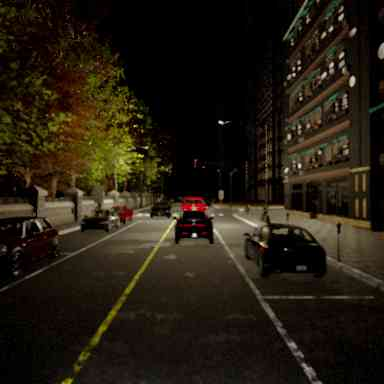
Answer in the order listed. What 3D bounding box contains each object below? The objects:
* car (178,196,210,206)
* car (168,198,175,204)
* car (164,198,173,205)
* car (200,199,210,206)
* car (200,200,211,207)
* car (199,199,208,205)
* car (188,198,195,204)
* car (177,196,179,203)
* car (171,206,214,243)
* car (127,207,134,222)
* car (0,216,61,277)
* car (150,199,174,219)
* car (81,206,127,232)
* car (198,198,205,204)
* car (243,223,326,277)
[{"bbox_3d":[0.084,1.505,29.278,2.150,2.045,5.566,0,-1,-2],"label":"car"},{"bbox_3d":[-5.766,2.476,92.846,1.752,1.417,4.829,0,-1,0],"label":"car"},{"bbox_3d":[-5.757,2.269,81.752,1.967,1.590,4.097,0,-1,0],"label":"car"},{"bbox_3d":[2.632,2.273,70.493,1.947,1.339,4.313,0,-1,0],"label":"car"},{"bbox_3d":[2.637,2.214,64.861,1.947,1.339,4.313,0,-1,0],"label":"car"},{"bbox_3d":[2.628,2.333,76.125,1.947,1.339,4.313,0,-1,0],"label":"car"},{"bbox_3d":[-0.074,2.281,87.979,1.882,1.535,5.008,0,-1,0],"label":"car"},{"bbox_3d":[-3.079,2.169,94.234,2.150,2.045,5.566,0,-1,0],"label":"car"},{"bbox_3d":[0.089,1.667,16.956,1.837,1.490,4.892,0,-1,0],"label":"car"},{"bbox_3d":[-5.840,1.806,26.937,1.887,1.381,4.507,0,-1,0],"label":"car"},{"bbox_3d":[-5.697,1.540,10.324,1.967,1.590,4.097,0,-1,0],"label":"car"},{"bbox_3d":[-3.038,1.802,33.371,1.882,1.535,5.008,0,-1,0],"label":"car"},{"bbox_3d":[-5.784,1.758,21.398,2.008,1.369,4.403,0,-1,0],"label":"car"},{"bbox_3d":[2.614,2.497,93.023,1.887,1.381,4.507,0,-1,0],"label":"car"},{"bbox_3d":[2.683,1.651,10.332,2.008,1.369,4.403,0,-1,0],"label":"car"}]
